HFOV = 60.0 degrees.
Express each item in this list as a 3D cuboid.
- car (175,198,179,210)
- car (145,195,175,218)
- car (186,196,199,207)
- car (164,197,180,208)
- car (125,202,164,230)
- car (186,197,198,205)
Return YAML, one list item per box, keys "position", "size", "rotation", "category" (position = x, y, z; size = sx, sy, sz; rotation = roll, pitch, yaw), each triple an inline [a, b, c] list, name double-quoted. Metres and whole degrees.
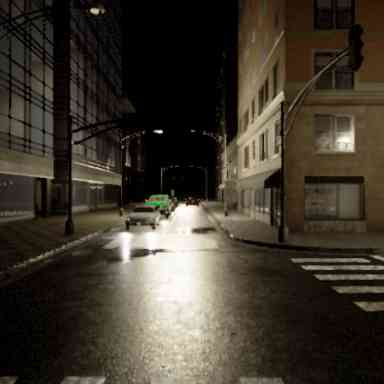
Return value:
- position: [-3.086, 1.466, 41.130]
  size: [2.097, 1.767, 4.553]
  rotation: [0, 0, 0]
  category: "car"
- position: [-3.088, 1.308, 31.226]
  size: [2.150, 2.045, 5.566]
  rotation: [0, 0, 1]
  category: "car"
- position: [0.080, 1.501, 53.494]
  size: [2.097, 1.767, 4.553]
  rotation: [0, 0, 0]
  category: "car"
- position: [-3.077, 1.634, 51.502]
  size: [2.128, 1.511, 4.902]
  rotation: [0, 0, 0]
  category: "car"
- position: [-3.103, 1.586, 21.772]
  size: [1.812, 1.442, 4.674]
  rotation: [0, 0, 0]
  category: "car"
- position: [-0.024, 1.667, 63.186]
  size: [2.128, 1.511, 4.902]
  rotation: [0, 0, 0]
  category: "car"
